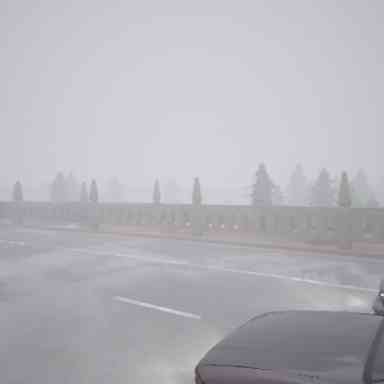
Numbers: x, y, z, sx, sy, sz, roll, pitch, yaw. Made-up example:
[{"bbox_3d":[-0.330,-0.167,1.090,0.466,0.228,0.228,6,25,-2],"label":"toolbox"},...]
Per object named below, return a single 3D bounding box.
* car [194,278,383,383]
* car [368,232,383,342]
[{"bbox_3d":[2.548,1.532,2.081,5.357,1.411,2.033,0,0,36],"label":"car"},{"bbox_3d":[5.441,1.516,4.299,5.357,1.411,2.033,0,0,36],"label":"car"}]
